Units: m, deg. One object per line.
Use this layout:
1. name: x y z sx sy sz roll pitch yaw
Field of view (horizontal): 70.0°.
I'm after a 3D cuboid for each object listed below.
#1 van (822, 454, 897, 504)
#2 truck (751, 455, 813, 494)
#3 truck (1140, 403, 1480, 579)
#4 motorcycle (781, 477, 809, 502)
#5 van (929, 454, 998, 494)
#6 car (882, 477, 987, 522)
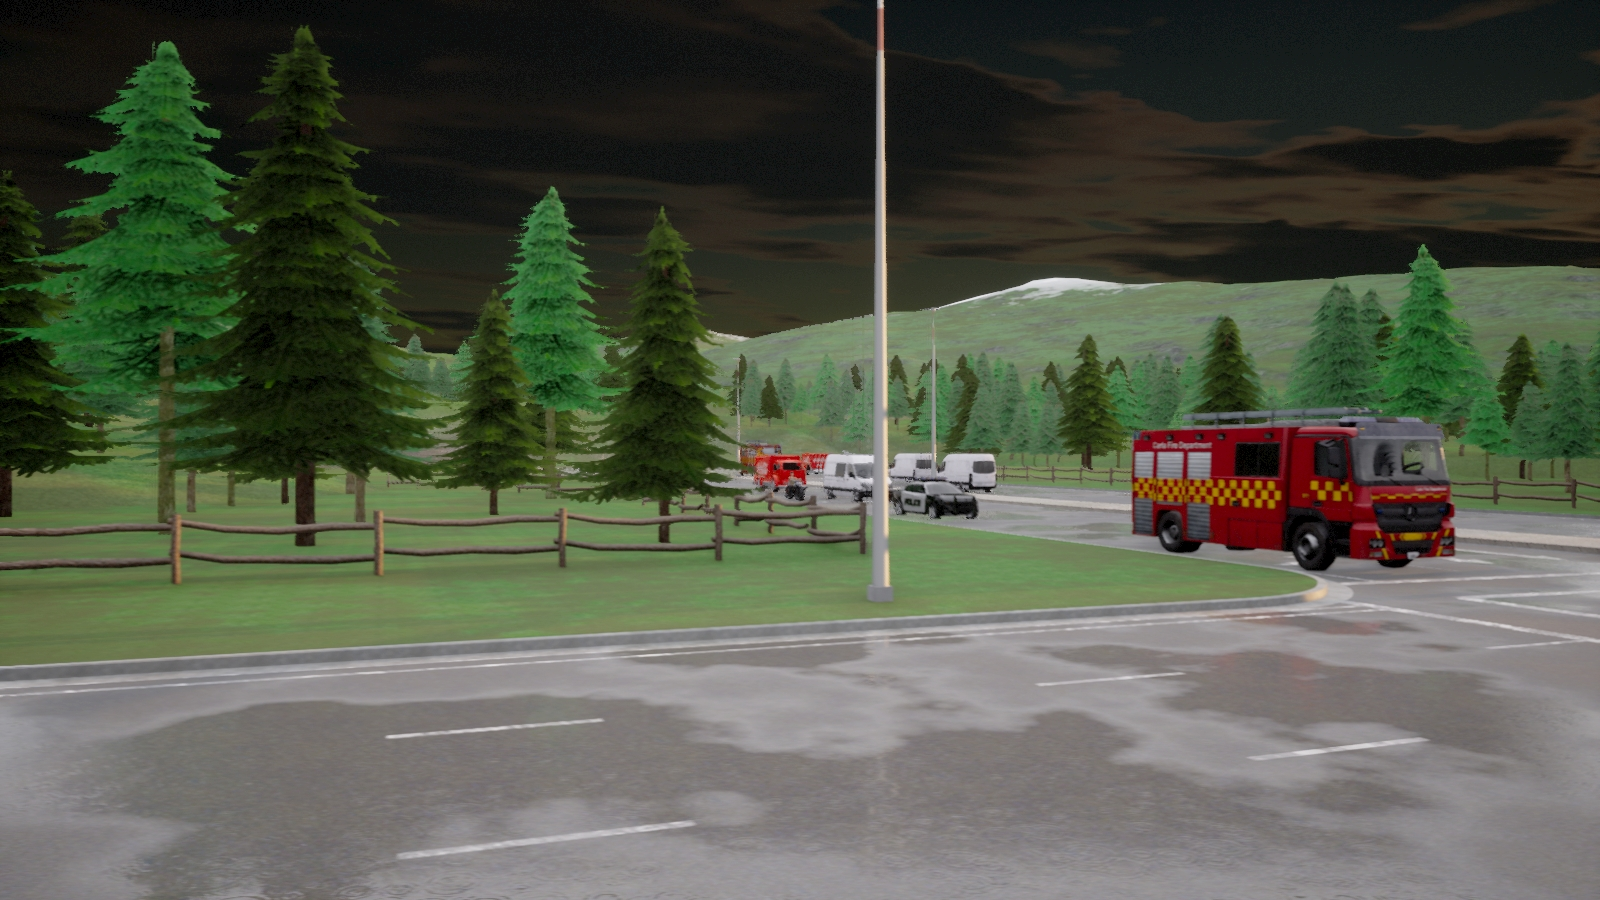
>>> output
1. van: 3.209 1.535 63.103 1.988 2.561 5.915 0 0 -20
2. truck: -1.250 1.569 75.417 2.627 2.467 5.204 0 0 -19
3. truck: 12.521 0.891 29.205 2.891 3.827 8.468 0 0 -20
4. motorcycle: -0.310 2.155 62.521 0.764 1.307 2.356 0 0 -20
5. van: 10.802 1.535 75.845 1.988 2.561 5.915 0 0 -20
6. car: 5.432 1.983 47.002 2.097 1.638 5.238 0 0 -21
